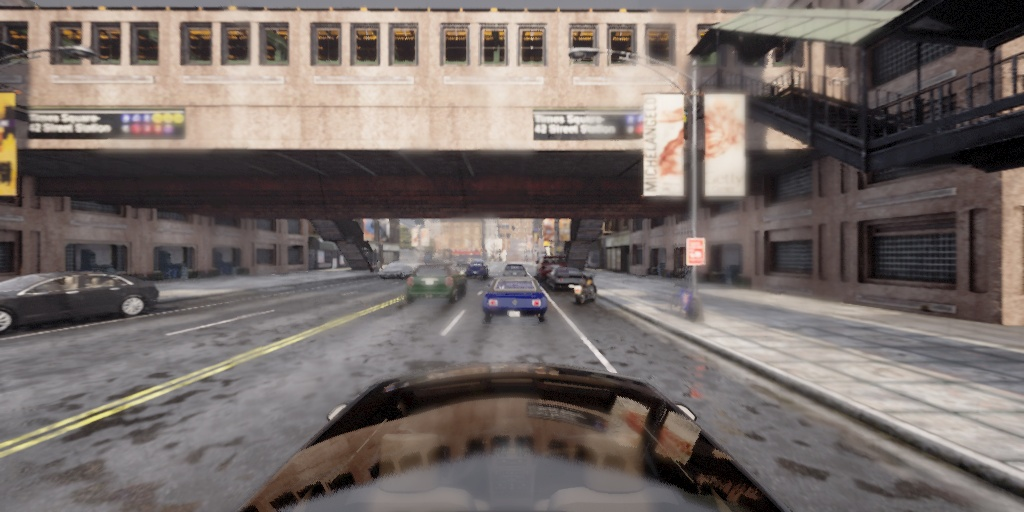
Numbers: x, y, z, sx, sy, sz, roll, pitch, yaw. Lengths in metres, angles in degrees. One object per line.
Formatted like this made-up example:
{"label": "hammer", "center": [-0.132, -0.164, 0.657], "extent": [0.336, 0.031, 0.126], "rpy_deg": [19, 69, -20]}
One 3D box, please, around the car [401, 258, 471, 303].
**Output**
{"label": "car", "center": [-3.363, 1.109, 16.848], "extent": [2.097, 1.767, 4.553], "rpy_deg": [0, 0, 0]}

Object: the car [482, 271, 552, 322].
{"label": "car", "center": [0.100, 1.356, 12.330], "extent": [1.895, 1.301, 4.718], "rpy_deg": [0, 0, 0]}

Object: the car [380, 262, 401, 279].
{"label": "car", "center": [-10.466, 1.290, 32.679], "extent": [1.812, 1.442, 4.674], "rpy_deg": [0, 0, 0]}

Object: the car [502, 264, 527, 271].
{"label": "car", "center": [0.216, 1.309, 28.196], "extent": [2.033, 1.411, 5.357], "rpy_deg": [0, 0, 0]}

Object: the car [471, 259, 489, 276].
{"label": "car", "center": [-3.287, 1.290, 34.195], "extent": [1.812, 1.442, 4.674], "rpy_deg": [0, 0, 0]}
